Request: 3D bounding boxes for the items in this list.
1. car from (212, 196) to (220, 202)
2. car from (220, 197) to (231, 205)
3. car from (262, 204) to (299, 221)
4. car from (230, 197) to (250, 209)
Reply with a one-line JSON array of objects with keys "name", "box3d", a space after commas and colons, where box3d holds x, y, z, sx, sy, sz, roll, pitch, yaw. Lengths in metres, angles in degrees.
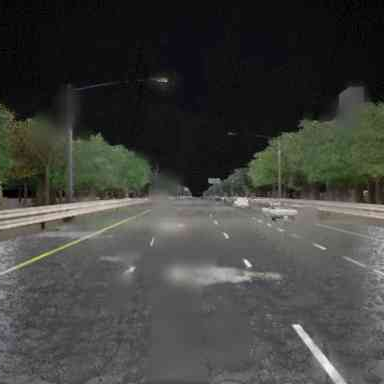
[{"name": "car", "box3d": [7.377, 2.112, 95.095, 1.837, 1.490, 4.892, 0, -1, 1]}, {"name": "car", "box3d": [7.151, 1.719, 64.963, 2.128, 1.511, 4.902, 0, -1, 0]}, {"name": "car", "box3d": [7.011, 1.609, 26.978, 1.895, 1.301, 4.718, 0, 0, 0]}, {"name": "car", "box3d": [7.070, 1.609, 47.899, 1.812, 1.442, 4.674, 0, 0, 0]}]
